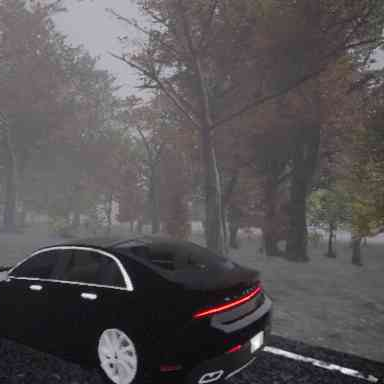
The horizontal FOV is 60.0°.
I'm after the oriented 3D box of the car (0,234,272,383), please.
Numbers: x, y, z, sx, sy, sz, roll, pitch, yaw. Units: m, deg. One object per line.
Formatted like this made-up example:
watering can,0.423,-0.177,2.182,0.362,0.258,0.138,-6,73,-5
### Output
car,-1.349,1.379,4.712,4.892,1.490,1.837,-4,-3,35
